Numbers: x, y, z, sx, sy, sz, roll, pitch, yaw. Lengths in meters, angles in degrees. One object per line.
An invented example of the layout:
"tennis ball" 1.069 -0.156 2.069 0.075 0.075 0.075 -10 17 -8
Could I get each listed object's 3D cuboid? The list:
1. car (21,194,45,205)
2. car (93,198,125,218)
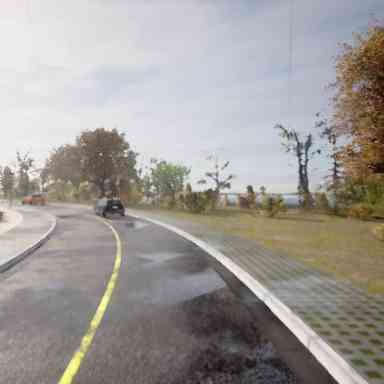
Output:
"car" -24.174 1.068 50.596 4.553 1.767 2.097 1 0 44
"car" -7.383 1.311 29.465 2.033 1.649 4.856 0 0 -27
